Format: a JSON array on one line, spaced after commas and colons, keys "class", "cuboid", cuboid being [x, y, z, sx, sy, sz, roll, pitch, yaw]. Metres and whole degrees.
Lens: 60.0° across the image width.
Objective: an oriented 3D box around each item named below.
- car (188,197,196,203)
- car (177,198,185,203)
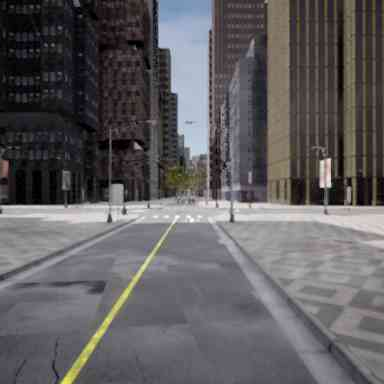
[{"class": "car", "cuboid": [-0.095, 2.271, 90.496, 1.812, 1.442, 4.674, 0, -1, 0]}, {"class": "car", "cuboid": [-3.095, 2.315, 90.302, 2.128, 1.511, 4.902, 0, -1, 0]}]
